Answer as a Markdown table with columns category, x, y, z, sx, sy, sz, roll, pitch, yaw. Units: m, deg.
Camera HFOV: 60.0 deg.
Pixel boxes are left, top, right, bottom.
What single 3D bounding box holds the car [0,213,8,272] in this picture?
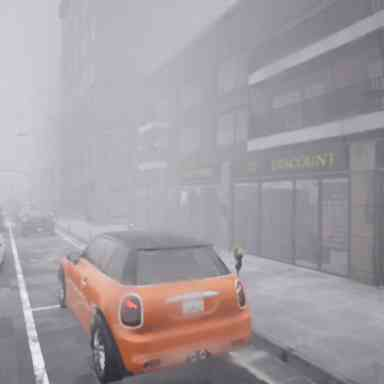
| category | x | y | z | sx | sy | sz | roll | pitch | yaw |
| --- | --- | --- | --- | --- | --- | --- | --- | --- | --- |
| car | -6.959 | 1.606 | 10.515 | 1.812 | 1.442 | 4.674 | 2 | -1 | -30 |

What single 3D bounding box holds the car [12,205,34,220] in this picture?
| category | x | y | z | sx | sy | sz | roll | pitch | yaw |
| --- | --- | --- | --- | --- | --- | --- | --- | --- | --- |
| car | -11.719 | 1.826 | 23.990 | 1.802 | 1.307 | 4.206 | 2 | -1 | -30 |

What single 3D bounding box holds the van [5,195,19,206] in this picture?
| category | x | y | z | sx | sy | sz | roll | pitch | yaw |
| --- | --- | --- | --- | --- | --- | --- | --- | --- | --- |
| van | -30.586 | 1.862 | 57.113 | 1.690 | 1.788 | 3.998 | 2 | -1 | -30 |

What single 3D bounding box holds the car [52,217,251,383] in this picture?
| category | x | y | z | sx | sy | sz | roll | pitch | yaw |
| --- | --- | --- | --- | --- | --- | --- | --- | --- | --- |
| car | -1.033 | 1.452 | 5.955 | 2.097 | 1.767 | 4.553 | 2 | -1 | -30 |

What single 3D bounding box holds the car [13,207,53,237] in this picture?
| category | x | y | z | sx | sy | sz | roll | pitch | yaw |
| --- | --- | --- | --- | --- | --- | --- | --- | --- | --- |
| car | -8.986 | 1.755 | 19.195 | 2.008 | 1.369 | 4.403 | 2 | -1 | -30 |

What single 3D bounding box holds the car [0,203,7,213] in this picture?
| category | x | y | z | sx | sy | sz | roll | pitch | yaw |
| --- | --- | --- | --- | --- | --- | --- | --- | --- | --- |
| car | -13.193 | 1.650 | 21.462 | 1.882 | 1.535 | 5.008 | 2 | -1 | -29 |

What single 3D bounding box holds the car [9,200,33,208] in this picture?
| category | x | y | z | sx | sy | sz | roll | pitch | yaw |
| --- | --- | --- | --- | --- | --- | --- | --- | --- | --- |
| car | -14.449 | 1.725 | 28.787 | 1.967 | 1.590 | 4.097 | 2 | -1 | -30 |

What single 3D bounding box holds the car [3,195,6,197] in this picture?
| category | x | y | z | sx | sy | sz | roll | pitch | yaw |
| --- | --- | --- | --- | --- | --- | --- | --- | --- | --- |
| car | -44.648 | 2.034 | 81.795 | 2.192 | 1.841 | 5.009 | 2 | -1 | -30 |
